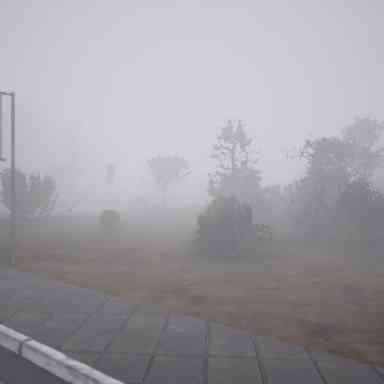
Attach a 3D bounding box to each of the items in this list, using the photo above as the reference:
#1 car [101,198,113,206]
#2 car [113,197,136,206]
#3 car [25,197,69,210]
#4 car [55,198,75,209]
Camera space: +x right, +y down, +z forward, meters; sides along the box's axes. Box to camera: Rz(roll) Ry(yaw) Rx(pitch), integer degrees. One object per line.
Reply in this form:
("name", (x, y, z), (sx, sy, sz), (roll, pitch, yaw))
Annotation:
("car", (-12.175, 1.502, 53.157), (1.895, 1.301, 4.718), (0, 1, 39))
("car", (-9.039, 1.442, 51.469), (2.033, 1.411, 5.357), (0, 1, 39))
("car", (-19.282, 1.478, 44.341), (2.128, 1.511, 4.902), (0, 0, 39))
("car", (-17.046, 1.480, 41.537), (2.128, 1.511, 4.902), (0, 0, 39))
